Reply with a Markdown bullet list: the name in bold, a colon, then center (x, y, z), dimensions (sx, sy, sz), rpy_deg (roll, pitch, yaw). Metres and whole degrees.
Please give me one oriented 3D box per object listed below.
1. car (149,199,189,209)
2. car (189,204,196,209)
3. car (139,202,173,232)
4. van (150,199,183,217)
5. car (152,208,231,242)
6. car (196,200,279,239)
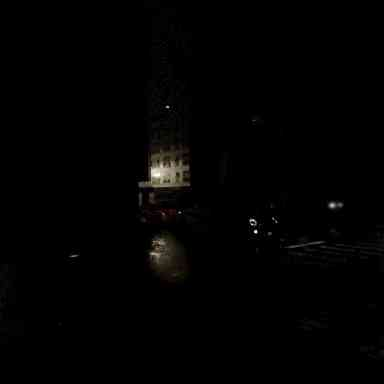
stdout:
- **car**: center (-2.593, 1.630, 25.668), dimensions (2.097, 1.767, 4.553), rpy_deg (0, 0, -36)
- **car**: center (0.288, 1.804, 31.705), dimensions (1.752, 1.417, 4.829), rpy_deg (-1, 0, -36)
- **car**: center (-3.353, 1.706, 22.132), dimensions (1.967, 1.590, 4.097), rpy_deg (-1, 0, -36)
- **van**: center (-2.816, 1.689, 36.045), dimensions (1.690, 1.788, 3.998), rpy_deg (-1, 0, -36)
- **car**: center (-0.150, 1.778, 17.652), dimensions (1.802, 1.307, 4.206), rpy_deg (-1, 0, -36)
- **car**: center (2.580, 1.518, 18.394), dimensions (2.097, 1.767, 4.553), rpy_deg (0, 0, -35)
